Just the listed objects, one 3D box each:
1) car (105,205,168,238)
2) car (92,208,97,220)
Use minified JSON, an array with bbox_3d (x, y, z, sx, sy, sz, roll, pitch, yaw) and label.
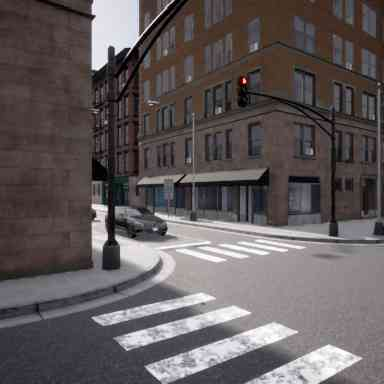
[{"bbox_3d":[-3.048,1.436,17.282,1.812,1.442,4.674,0,0,-35],"label":"car"},{"bbox_3d":[-9.081,1.394,25.741,2.033,1.411,5.357,0,0,-36],"label":"car"}]
